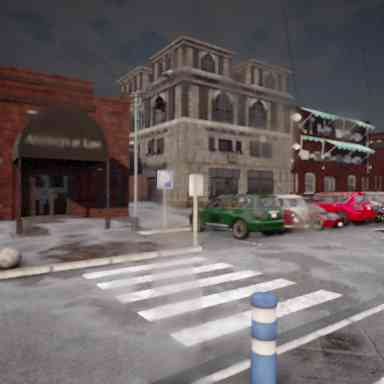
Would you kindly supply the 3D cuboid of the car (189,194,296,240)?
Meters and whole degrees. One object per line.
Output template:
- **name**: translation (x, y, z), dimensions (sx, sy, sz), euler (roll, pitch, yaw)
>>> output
- **car**: translation (2.118, 1.140, 17.031), dimensions (2.435, 2.045, 5.566), euler (-1, 0, -35)

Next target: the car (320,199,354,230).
- **car**: translation (6.790, 1.368, 20.273), dimensions (2.163, 1.488, 4.792), euler (-1, 0, -35)

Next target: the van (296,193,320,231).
- **van**: translation (4.468, 1.141, 18.518), dimensions (1.878, 1.987, 4.442), euler (-1, 0, -35)

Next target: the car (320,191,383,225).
- **car**: translation (8.919, 1.059, 21.851), dimensions (2.435, 2.045, 5.566), euler (-1, 0, -35)
